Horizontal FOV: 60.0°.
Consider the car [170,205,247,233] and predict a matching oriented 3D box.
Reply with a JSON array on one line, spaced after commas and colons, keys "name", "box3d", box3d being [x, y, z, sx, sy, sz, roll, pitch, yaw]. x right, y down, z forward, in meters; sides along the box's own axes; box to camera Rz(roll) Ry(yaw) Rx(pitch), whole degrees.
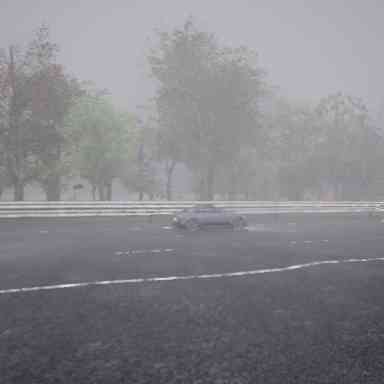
[{"name": "car", "box3d": [0.934, 1.405, 18.247, 4.181, 1.385, 1.994, 1, 0, -23]}]
